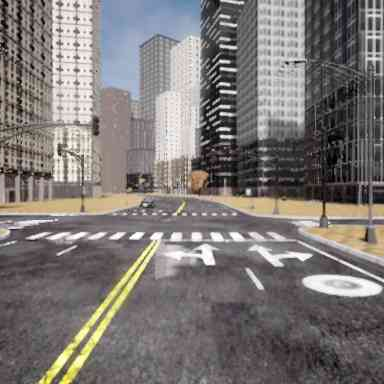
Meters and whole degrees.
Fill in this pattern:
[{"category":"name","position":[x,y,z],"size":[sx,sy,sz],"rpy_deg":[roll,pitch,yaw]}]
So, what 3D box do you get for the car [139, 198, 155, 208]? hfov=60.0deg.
[{"category":"car","position":[-6.483,1.594,48.521],"size":[2.128,1.511,4.902],"rpy_deg":[0,1,0]}]
